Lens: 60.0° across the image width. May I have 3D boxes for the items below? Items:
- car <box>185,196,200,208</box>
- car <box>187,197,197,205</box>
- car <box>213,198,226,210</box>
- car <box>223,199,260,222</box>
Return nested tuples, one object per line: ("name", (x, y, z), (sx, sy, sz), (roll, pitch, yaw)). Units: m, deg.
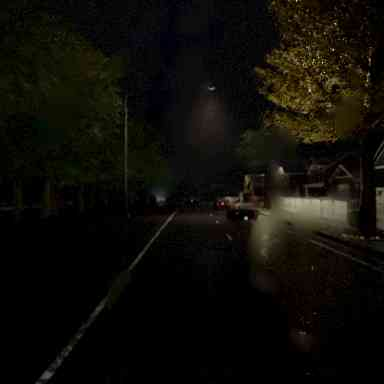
("car", (0.039, 1.330, 47.880), (2.097, 1.767, 4.553), (0, -1, 0))
("car", (0.011, 1.673, 60.695), (1.812, 1.442, 4.674), (0, -1, 0))
("car", (3.606, 1.460, 41.371), (2.033, 1.411, 5.357), (0, 0, 0))
("car", (3.603, 1.453, 24.379), (1.895, 1.301, 4.718), (0, 0, 0))
